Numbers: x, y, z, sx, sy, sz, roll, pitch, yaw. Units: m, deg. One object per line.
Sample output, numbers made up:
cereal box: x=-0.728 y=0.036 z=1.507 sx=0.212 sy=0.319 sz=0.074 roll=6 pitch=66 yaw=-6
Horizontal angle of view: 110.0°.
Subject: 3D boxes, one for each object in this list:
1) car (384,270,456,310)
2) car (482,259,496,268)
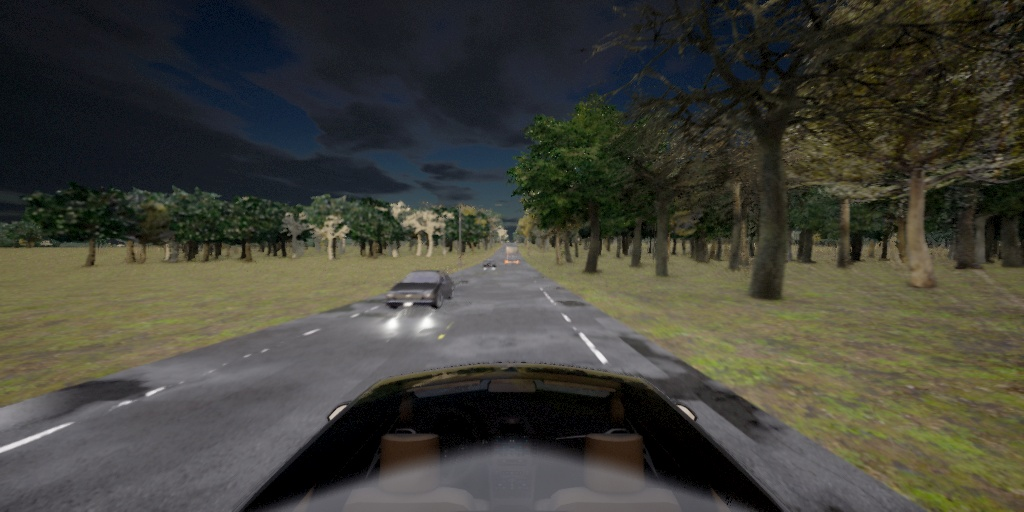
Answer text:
car: x=-3.585 y=1.287 z=15.048 sx=2.033 sy=1.411 sz=5.357 roll=0 pitch=0 yaw=0
car: x=-3.502 y=1.119 z=56.320 sx=1.994 sy=1.385 sz=4.181 roll=0 pitch=1 yaw=1
